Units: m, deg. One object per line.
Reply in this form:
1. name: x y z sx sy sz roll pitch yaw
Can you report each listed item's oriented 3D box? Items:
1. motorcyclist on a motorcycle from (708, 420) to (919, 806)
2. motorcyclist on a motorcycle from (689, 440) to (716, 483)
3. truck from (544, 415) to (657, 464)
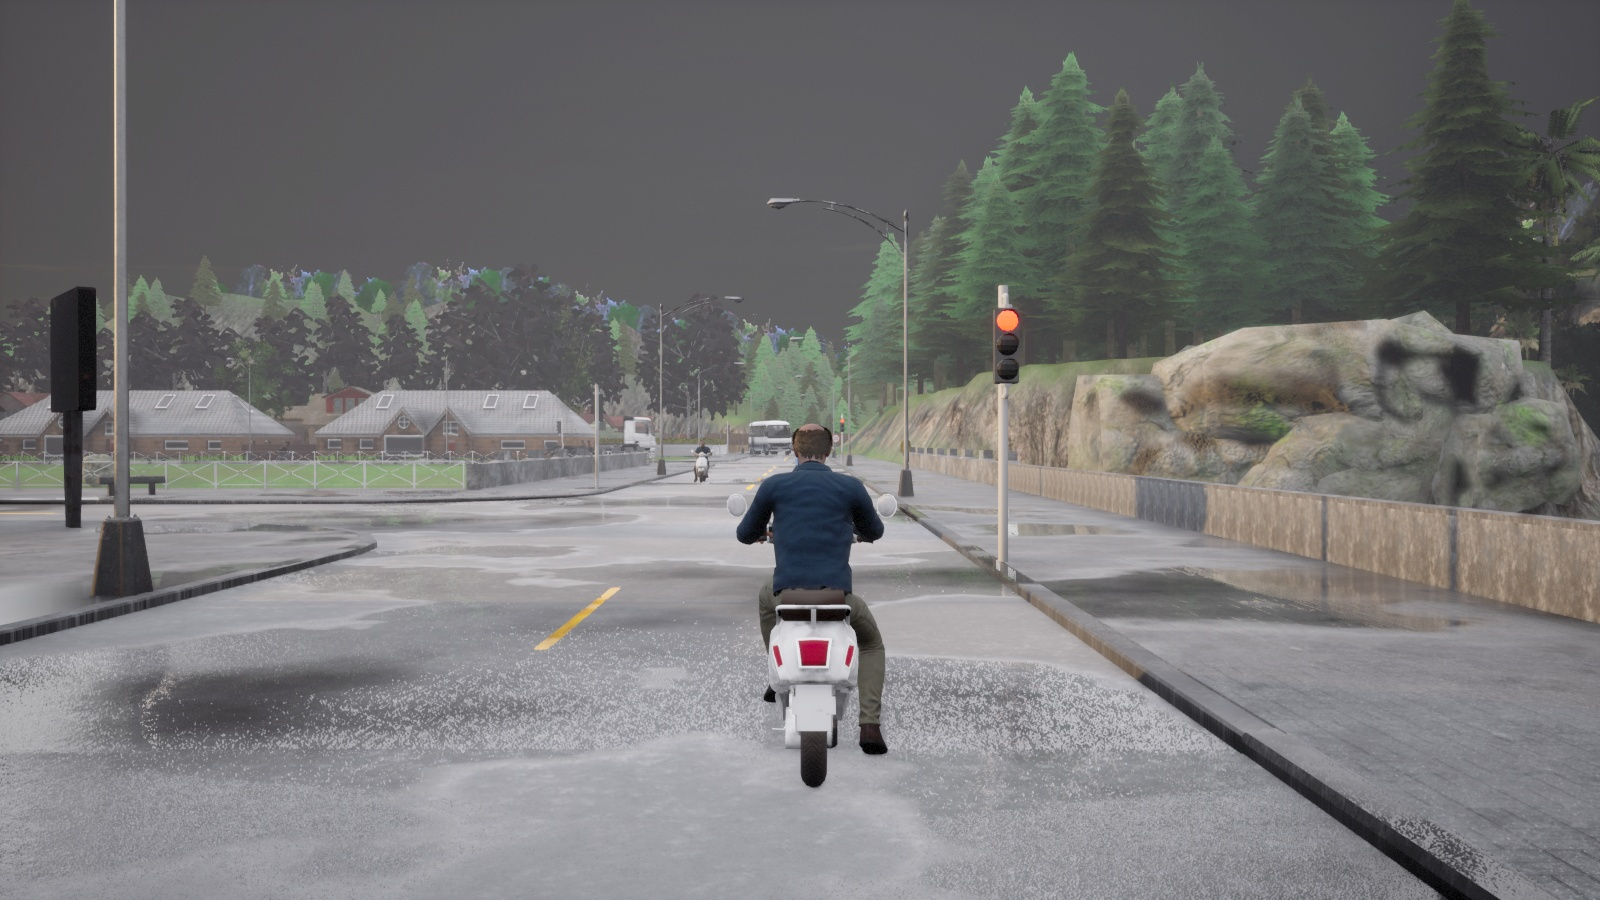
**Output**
1. motorcyclist on a motorcycle: 0.059 0.666 6.070 0.866 1.590 1.817 0 0 0
2. motorcyclist on a motorcycle: -3.717 0.426 48.000 0.866 1.590 1.817 0 0 0
3. truck: -14.355 -0.759 90.790 7.936 3.462 2.891 0 0 -8
